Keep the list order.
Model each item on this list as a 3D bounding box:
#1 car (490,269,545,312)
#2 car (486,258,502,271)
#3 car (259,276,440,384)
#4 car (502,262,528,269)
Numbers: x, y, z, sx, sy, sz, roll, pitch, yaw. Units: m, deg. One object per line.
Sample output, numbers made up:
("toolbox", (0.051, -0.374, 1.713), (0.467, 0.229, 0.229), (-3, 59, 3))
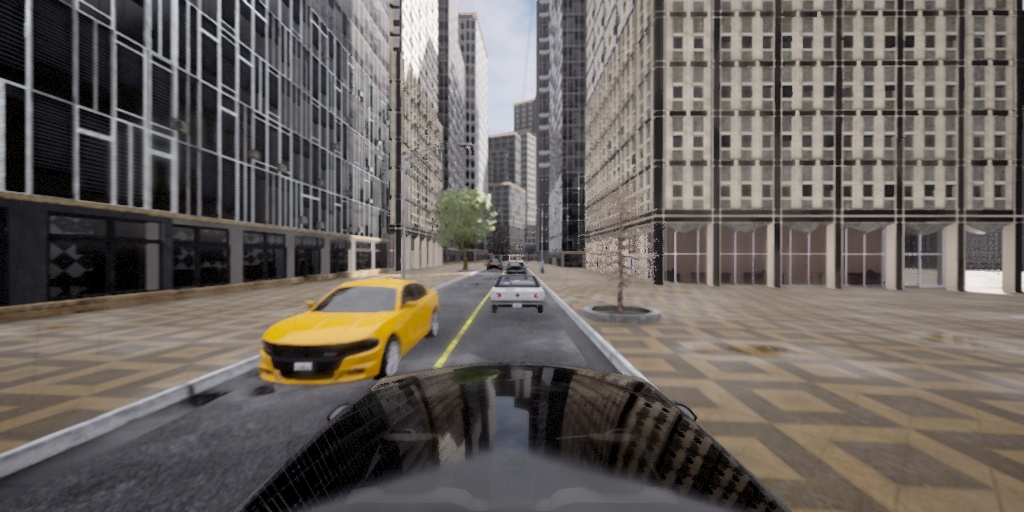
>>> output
("car", (0.207, 1.359, 14.192), (1.895, 1.301, 4.718), (0, 0, 1))
("car", (-2.402, 1.153, 49.981), (2.097, 1.767, 4.553), (0, 0, 1))
("car", (-2.811, 1.225, 7.362), (1.882, 1.535, 5.008), (0, 0, 1))
("car", (0.359, 1.284, 32.003), (1.837, 1.490, 4.892), (0, 0, 1))
